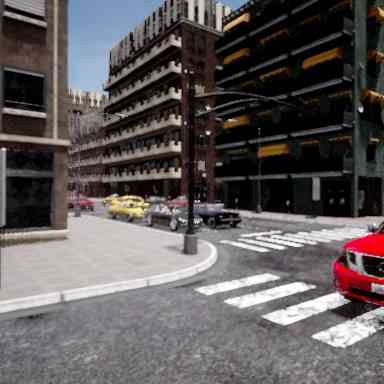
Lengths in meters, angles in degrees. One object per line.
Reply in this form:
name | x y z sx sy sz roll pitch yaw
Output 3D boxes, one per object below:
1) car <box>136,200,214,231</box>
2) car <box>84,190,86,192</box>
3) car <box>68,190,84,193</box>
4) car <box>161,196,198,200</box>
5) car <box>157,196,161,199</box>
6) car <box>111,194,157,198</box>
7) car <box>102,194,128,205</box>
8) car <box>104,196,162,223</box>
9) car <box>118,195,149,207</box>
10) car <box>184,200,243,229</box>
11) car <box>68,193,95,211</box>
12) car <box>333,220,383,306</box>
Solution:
car | -1.107 1.367 18.955 2.008 1.369 4.403 1 0 -36
car | -20.535 0.548 59.863 2.192 1.841 5.009 1 0 -36
car | -14.215 0.822 36.955 2.192 1.841 5.009 1 0 -36
car | -0.869 1.132 32.863 1.967 1.590 4.097 1 0 -36
car | -4.149 1.165 37.363 2.008 1.369 4.403 1 0 -36
car | -5.405 1.152 29.239 1.882 1.535 5.008 0 0 -36
car | -10.804 0.984 46.500 1.752 1.417 4.829 1 0 -36
car | -4.285 1.266 23.318 1.752 1.417 4.829 1 0 -36
car | -7.427 1.088 41.863 2.008 1.369 4.403 1 0 -36
car | 0.918 1.425 20.572 1.895 1.301 4.718 0 1 -37
car | -10.942 1.128 32.456 1.887 1.381 4.507 1 0 -36
car | 5.354 1.251 7.074 5.566 2.045 2.150 0 0 -35
